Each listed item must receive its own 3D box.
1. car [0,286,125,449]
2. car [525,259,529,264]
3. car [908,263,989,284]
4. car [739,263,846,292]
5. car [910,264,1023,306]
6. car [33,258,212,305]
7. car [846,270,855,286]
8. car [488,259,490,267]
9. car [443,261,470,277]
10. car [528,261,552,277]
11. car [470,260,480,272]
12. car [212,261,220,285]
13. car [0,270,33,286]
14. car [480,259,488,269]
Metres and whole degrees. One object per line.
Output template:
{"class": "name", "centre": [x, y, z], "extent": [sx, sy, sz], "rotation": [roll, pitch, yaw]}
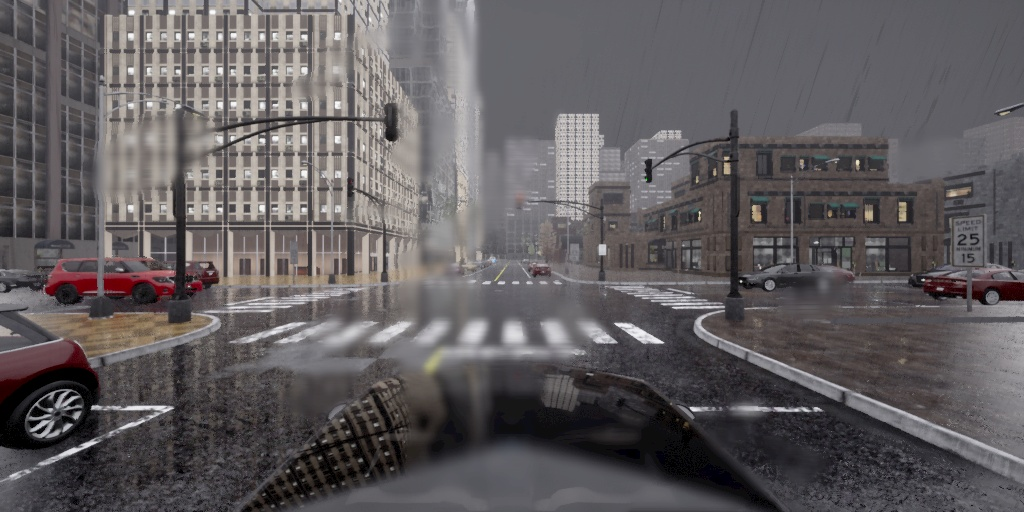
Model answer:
{"class": "car", "centre": [-5.691, 1.190, 2.281], "extent": [1.967, 1.591, 4.097], "rotation": [0, 0, 0]}
{"class": "car", "centre": [2.916, 1.350, 45.786], "extent": [1.802, 1.307, 4.207], "rotation": [0, 0, 0]}
{"class": "car", "centre": [24.946, 1.142, 20.039], "extent": [4.181, 1.385, 1.994], "rotation": [0, 0, -1]}
{"class": "car", "centre": [15.143, 1.148, 19.934], "extent": [4.892, 1.490, 1.837], "rotation": [0, 0, -1]}
{"class": "car", "centre": [19.136, 1.153, 14.181], "extent": [4.507, 1.381, 1.888], "rotation": [0, 0, -1]}
{"class": "car", "centre": [-17.556, 1.082, 16.410], "extent": [5.566, 2.045, 2.150], "rotation": [-1, 0, -1]}
{"class": "car", "centre": [19.053, 1.203, 22.561], "extent": [4.207, 1.307, 1.802], "rotation": [0, 0, -1]}
{"class": "car", "centre": [-5.378, 1.347, 62.451], "extent": [1.948, 1.339, 4.313], "rotation": [0, 0, 0]}
{"class": "car", "centre": [-5.522, 1.342, 34.748], "extent": [1.802, 1.307, 4.207], "rotation": [0, 0, 0]}
{"class": "car", "centre": [2.859, 1.305, 34.704], "extent": [1.888, 1.381, 4.507], "rotation": [0, 0, 0]}
{"class": "car", "centre": [-5.466, 1.293, 45.659], "extent": [1.751, 1.417, 4.829], "rotation": [0, 0, 0]}
{"class": "car", "centre": [-21.019, 1.204, 22.165], "extent": [5.009, 1.841, 2.192], "rotation": [0, 0, -1]}
{"class": "car", "centre": [-31.429, 1.509, 22.062], "extent": [4.403, 1.370, 2.007], "rotation": [0, 0, -1]}
{"class": "car", "centre": [-5.406, 1.327, 56.911], "extent": [2.007, 1.370, 4.403], "rotation": [0, 0, 0]}
